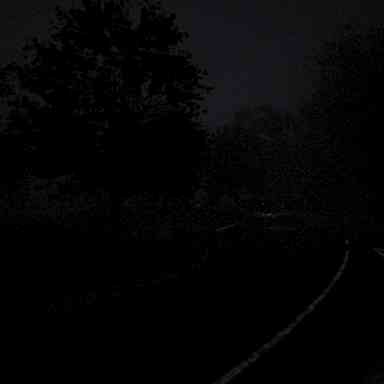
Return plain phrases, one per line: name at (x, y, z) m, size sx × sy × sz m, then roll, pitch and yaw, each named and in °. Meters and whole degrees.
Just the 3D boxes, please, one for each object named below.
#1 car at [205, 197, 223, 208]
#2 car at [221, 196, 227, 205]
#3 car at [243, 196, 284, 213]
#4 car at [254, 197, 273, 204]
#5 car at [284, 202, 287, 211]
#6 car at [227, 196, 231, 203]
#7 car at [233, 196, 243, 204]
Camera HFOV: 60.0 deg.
car at (3.618, 2.071, 59.668) m, size 1.994 × 1.385 × 4.181 m, roll 0°, pitch -1°, yaw -12°
car at (5.698, 2.051, 74.499) m, size 2.097 × 1.767 × 4.553 m, roll 0°, pitch -1°, yaw 21°
car at (8.671, 1.463, 41.150) m, size 2.150 × 2.045 × 5.566 m, roll 0°, pitch -1°, yaw -13°
car at (17.990, 2.144, 83.652) m, size 4.553 × 1.767 × 2.185 m, roll 0°, pitch 0°, yaw 21°
car at (11.101, 1.750, 45.569) m, size 1.882 × 1.535 × 5.008 m, roll 0°, pitch -1°, yaw -16°
car at (7.321, 2.126, 90.789) m, size 5.566 × 2.045 × 2.435 m, roll 0°, pitch -1°, yaw 21°
car at (12.071, 2.311, 81.832) m, size 1.812 × 1.442 × 4.674 m, roll 0°, pitch -1°, yaw 21°
